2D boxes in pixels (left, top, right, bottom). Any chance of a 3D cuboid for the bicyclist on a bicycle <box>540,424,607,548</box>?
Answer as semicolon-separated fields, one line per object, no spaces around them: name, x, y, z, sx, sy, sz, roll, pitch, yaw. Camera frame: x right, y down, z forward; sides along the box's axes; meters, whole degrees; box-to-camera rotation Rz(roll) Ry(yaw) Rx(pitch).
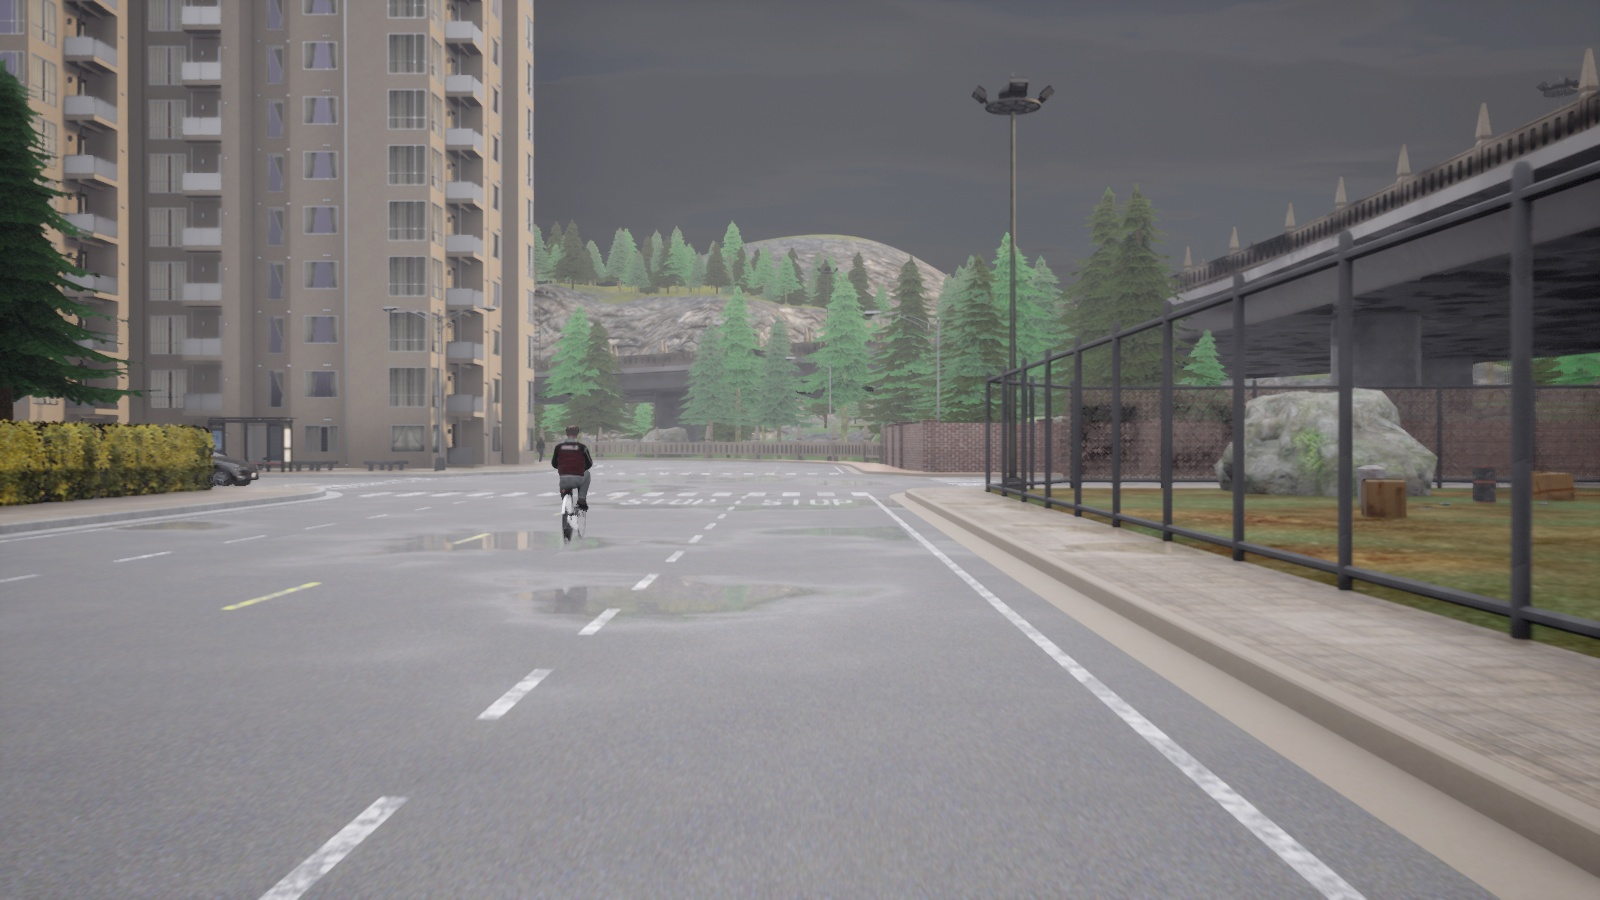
bicyclist on a bicycle;-3.378;0.508;18.845;0.659;1.776;1.843;0;1;0

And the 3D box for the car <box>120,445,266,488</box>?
car;-20.995;0.553;43.550;4.193;1.474;1.816;0;0;0
